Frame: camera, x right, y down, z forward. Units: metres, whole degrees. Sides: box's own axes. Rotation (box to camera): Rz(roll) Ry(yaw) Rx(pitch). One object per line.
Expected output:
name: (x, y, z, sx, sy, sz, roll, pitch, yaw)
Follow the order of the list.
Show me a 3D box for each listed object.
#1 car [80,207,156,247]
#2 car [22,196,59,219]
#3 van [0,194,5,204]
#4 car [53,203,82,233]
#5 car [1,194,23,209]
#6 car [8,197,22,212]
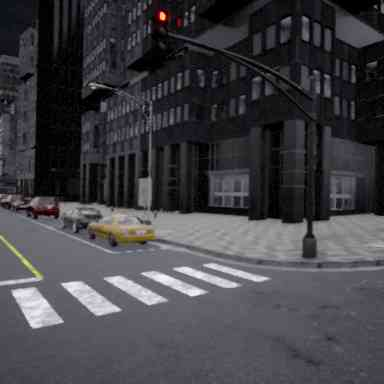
car: (-3.377, 1.580, 15.303, 1.752, 1.417, 4.829, 1, -1, -35)
car: (-12.812, 1.328, 28.678, 2.192, 1.841, 5.009, 1, -1, -35)
van: (-35.064, 1.264, 60.204, 1.690, 1.788, 3.998, 1, -1, -35)
car: (-6.458, 1.592, 19.668, 2.008, 1.369, 4.403, 1, -1, -35)
car: (-22.348, 1.289, 42.189, 2.192, 1.841, 5.009, 1, -1, -35)
car: (-19.174, 1.552, 37.683, 1.947, 1.339, 4.313, 1, -1, -35)
